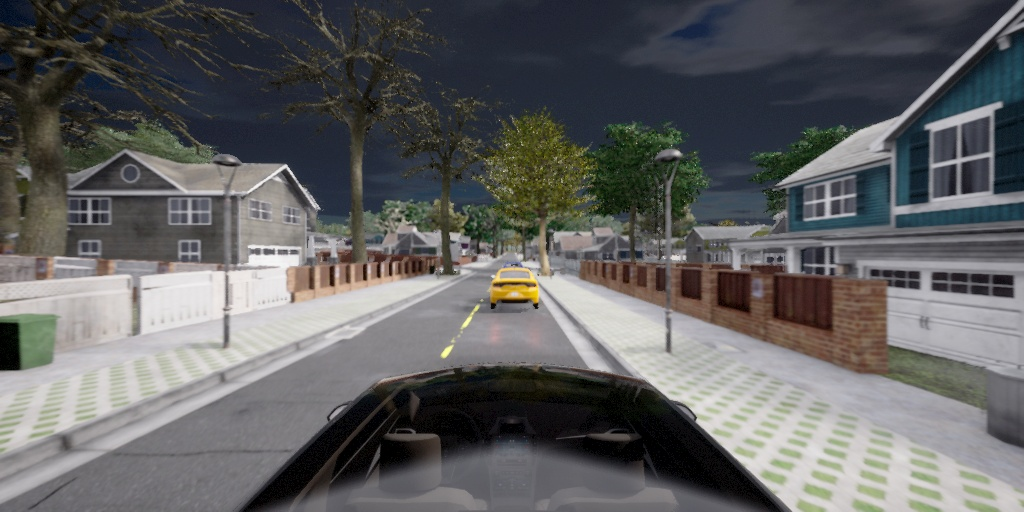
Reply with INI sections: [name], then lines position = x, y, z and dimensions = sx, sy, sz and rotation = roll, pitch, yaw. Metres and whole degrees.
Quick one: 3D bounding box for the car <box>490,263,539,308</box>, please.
[car]
position = 0.107, 1.252, 15.507
dimensions = 1.882, 1.535, 5.008
rotation = 0, 0, 0
